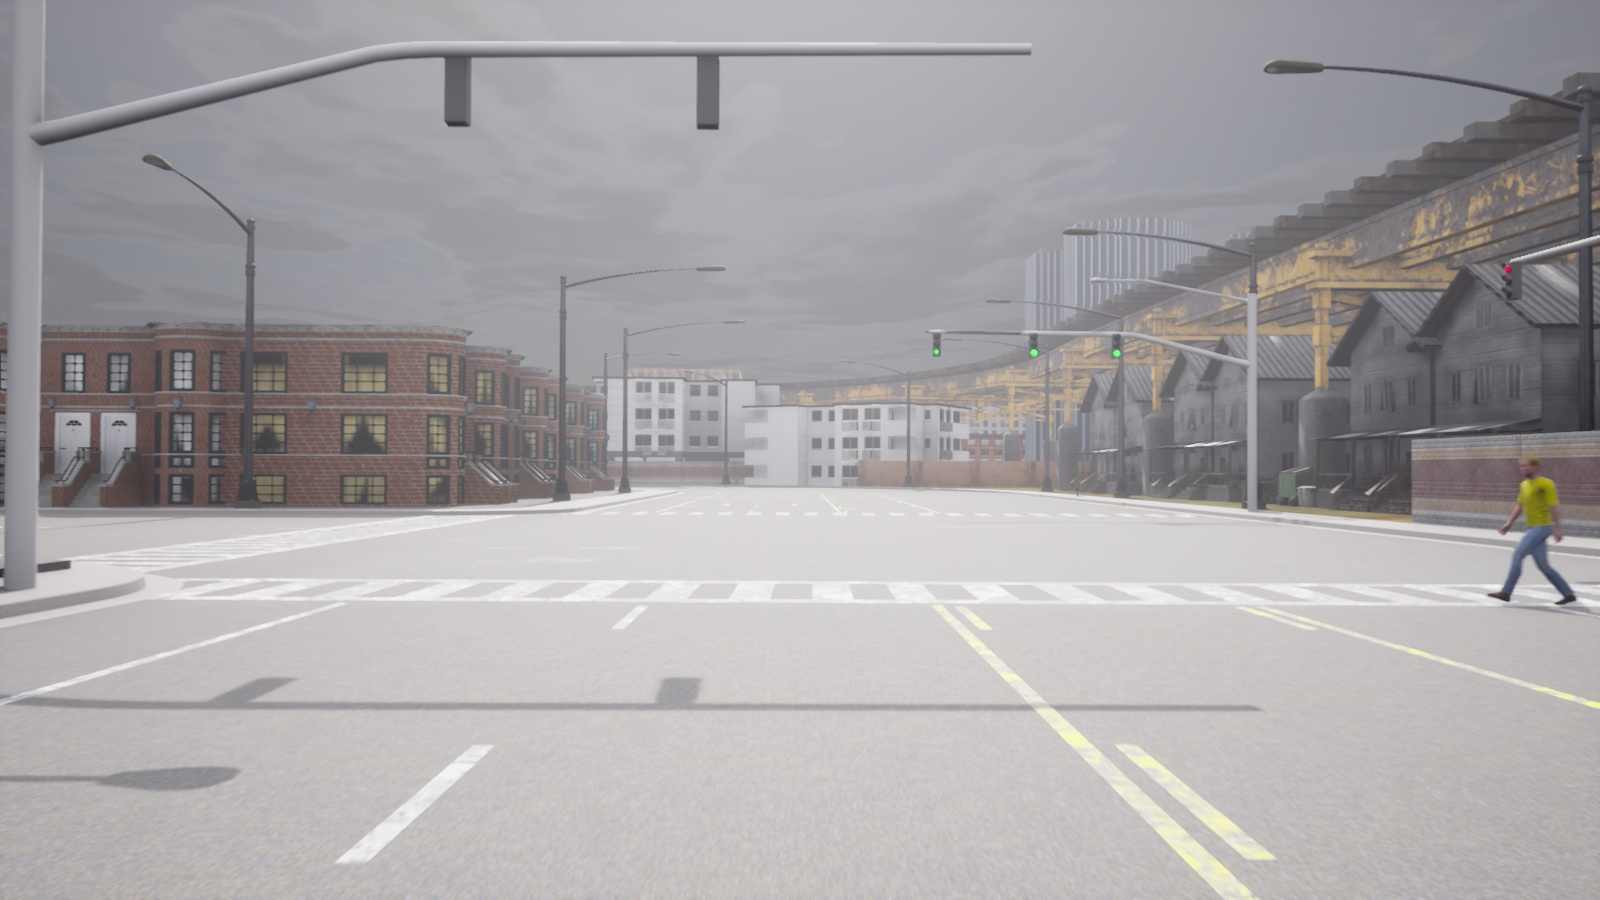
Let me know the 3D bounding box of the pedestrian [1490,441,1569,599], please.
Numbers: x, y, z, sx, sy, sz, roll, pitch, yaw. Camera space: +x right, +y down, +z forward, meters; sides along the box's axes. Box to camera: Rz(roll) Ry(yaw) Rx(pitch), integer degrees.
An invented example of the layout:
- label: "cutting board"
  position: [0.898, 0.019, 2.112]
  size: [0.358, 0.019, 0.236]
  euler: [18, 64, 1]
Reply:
- label: "pedestrian"
  position: [8.648, 0.821, 14.896]
  size: [0.706, 1.836, 0.354]
  euler: [0, -1, 8]
